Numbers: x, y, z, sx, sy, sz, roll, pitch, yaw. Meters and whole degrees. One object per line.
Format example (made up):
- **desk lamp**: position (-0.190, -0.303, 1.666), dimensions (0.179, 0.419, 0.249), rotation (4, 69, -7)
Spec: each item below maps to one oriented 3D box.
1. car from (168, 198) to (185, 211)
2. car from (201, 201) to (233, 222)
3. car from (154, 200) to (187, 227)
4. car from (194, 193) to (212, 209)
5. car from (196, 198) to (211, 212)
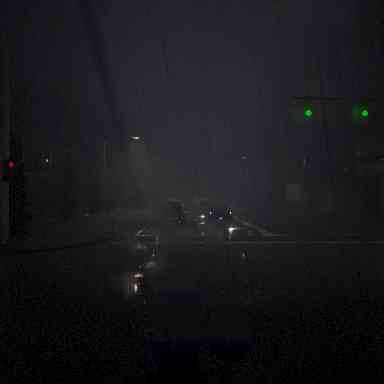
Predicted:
- **car**: position (-1.949, 1.547, 42.876), dimensions (2.033, 1.411, 5.357), rotation (0, 0, -2)
- **car**: position (2.012, 1.601, 26.189), dimensions (1.895, 1.301, 4.718), rotation (0, 0, -1)
- **car**: position (-1.404, 1.505, 22.731), dimensions (1.837, 1.490, 4.892), rotation (0, 0, -1)
- **car**: position (1.468, 1.221, 46.114), dimensions (2.150, 2.045, 5.566), rotation (0, 0, -2)
- **car**: position (1.763, 1.601, 35.355), dimensions (1.895, 1.301, 4.718), rotation (0, 0, -1)
